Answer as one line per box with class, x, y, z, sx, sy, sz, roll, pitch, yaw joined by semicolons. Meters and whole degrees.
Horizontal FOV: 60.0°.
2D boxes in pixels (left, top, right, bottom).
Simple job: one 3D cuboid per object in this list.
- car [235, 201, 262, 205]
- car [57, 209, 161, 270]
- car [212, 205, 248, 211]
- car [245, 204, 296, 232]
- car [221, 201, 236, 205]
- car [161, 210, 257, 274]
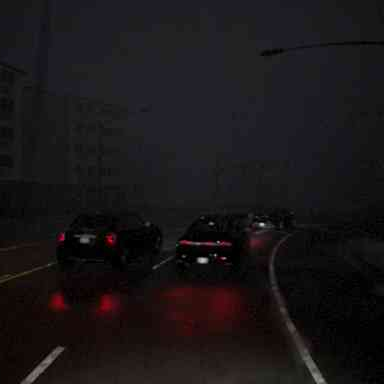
car;7.753;1.993;41.445;1.994;1.385;4.181;0;-1;43
car;-2.602;1.444;11.666;2.097;1.767;4.553;0;-1;14
car;2.438;1.836;24.014;1.895;1.301;4.718;0;-1;31
car;5.561;1.746;22.389;1.837;1.490;4.892;0;0;32
car;5.177;1.948;43.815;1.837;1.490;4.892;0;-1;43
car;0.869;1.601;11.089;2.128;1.511;4.902;0;0;14
